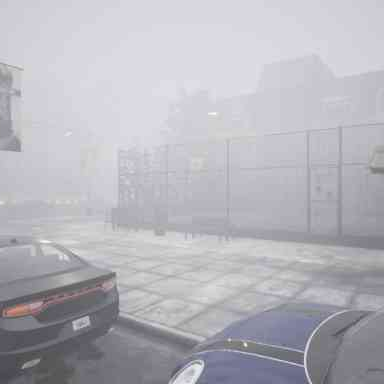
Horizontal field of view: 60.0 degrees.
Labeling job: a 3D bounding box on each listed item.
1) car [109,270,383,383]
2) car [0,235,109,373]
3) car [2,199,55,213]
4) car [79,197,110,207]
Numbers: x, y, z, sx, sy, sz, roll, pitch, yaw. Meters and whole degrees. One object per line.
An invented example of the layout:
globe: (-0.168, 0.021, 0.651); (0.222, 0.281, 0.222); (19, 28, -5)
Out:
car: (1.917, 1.354, 1.937); (4.553, 1.767, 2.185); (0, 0, 35)
car: (-3.394, 1.480, 5.556); (5.008, 1.535, 2.097); (0, 0, 35)
car: (-18.302, 1.547, 37.529); (2.033, 1.411, 5.357); (0, 0, 35)
car: (-14.386, 1.504, 49.202); (1.837, 1.490, 4.892); (0, 0, 35)
